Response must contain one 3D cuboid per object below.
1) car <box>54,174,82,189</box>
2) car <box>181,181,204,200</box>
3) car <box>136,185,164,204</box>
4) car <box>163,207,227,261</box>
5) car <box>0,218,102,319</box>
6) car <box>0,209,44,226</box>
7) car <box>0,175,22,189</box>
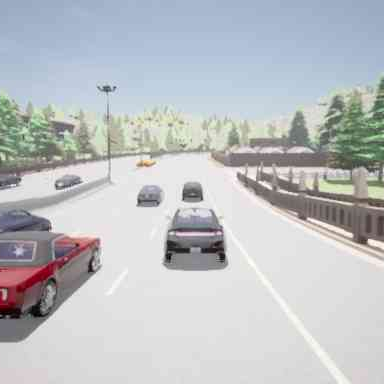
[{"bbox_3d":[-14.094,-1.247,37.986,2.128,1.511,4.902,0,8,0],"label":"car"},{"bbox_3d":[0.046,-0.257,30.470,1.882,1.535,5.008,0,7,0],"label":"car"},{"bbox_3d":[-3.433,0.118,27.793,2.033,1.411,5.357,0,6,0],"label":"car"},{"bbox_3d":[0.094,1.262,11.341,2.128,1.511,4.902,0,2,0],"label":"car"},{"bbox_3d":[-3.404,1.496,7.129,1.895,1.301,4.718,0,1,0],"label":"car"},{"bbox_3d":[-6.906,1.297,12.322,1.994,1.385,4.181,0,2,0],"label":"car"},{"bbox_3d":[-21.092,-1.238,37.319,1.895,1.301,4.718,0,8,0],"label":"car"}]
